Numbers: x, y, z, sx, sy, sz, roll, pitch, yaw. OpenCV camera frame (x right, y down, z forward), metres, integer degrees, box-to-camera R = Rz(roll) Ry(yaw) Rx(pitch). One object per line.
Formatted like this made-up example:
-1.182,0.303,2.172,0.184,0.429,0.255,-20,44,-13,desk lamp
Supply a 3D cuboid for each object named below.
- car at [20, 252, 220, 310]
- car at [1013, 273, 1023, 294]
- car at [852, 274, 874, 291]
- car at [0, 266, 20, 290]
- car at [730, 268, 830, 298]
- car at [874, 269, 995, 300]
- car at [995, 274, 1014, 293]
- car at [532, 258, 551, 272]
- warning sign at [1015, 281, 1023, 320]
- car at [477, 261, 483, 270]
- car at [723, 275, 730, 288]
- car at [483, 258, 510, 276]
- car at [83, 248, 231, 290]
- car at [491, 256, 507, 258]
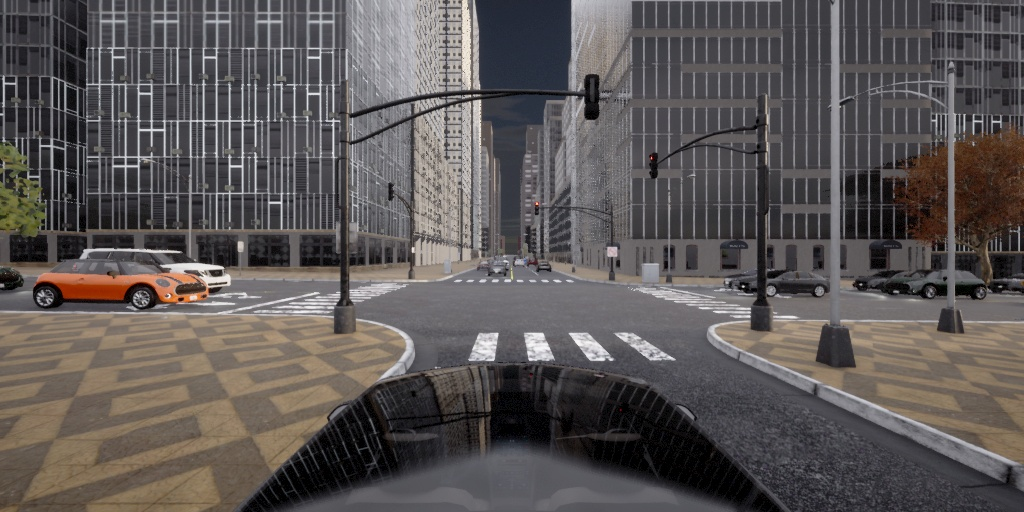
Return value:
-13.726,0.876,12.839,4.553,1.767,2.097,1,0,-3,car
34.566,1.943,21.749,5.357,1.411,2.033,1,0,-2,car
26.284,1.751,24.629,4.892,1.490,1.837,1,0,-3,car
-24.621,0.675,15.599,4.553,1.767,2.097,1,0,-2,car
15.810,1.564,20.910,4.892,1.490,1.837,1,0,-4,car
24.981,1.576,21.316,4.553,1.767,2.097,1,0,-3,car
36.442,1.933,25.085,4.892,1.490,1.837,1,0,-2,car
3.954,1.329,45.317,1.948,1.339,4.313,0,0,0,car
17.280,1.204,11.506,1.060,1.860,1.300,0,0,-3,warning sign
-3.995,1.343,50.815,1.802,1.307,4.207,0,0,0,car
16.899,1.569,24.202,4.902,1.511,2.128,1,0,-3,car
-1.480,1.258,37.115,2.128,1.511,4.902,0,0,0,car
-15.927,0.704,15.992,5.566,2.045,2.150,1,0,-3,car
-1.520,0.985,48.466,2.150,2.045,5.566,0,0,0,car
